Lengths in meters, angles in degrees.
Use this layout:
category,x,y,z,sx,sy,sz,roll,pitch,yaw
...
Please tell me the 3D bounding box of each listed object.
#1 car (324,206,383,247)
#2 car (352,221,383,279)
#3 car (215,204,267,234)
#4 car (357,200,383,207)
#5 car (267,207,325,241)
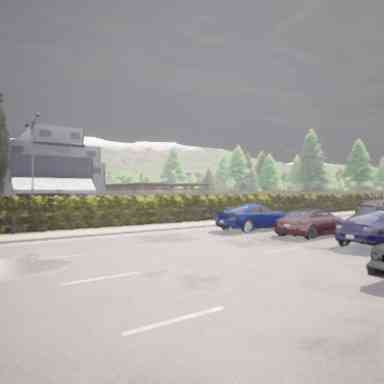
category,x,y,z,sx,sy,sz,roll,pitch,yaw
car,7.681,1.494,13.565,4.674,1.442,1.812,0,0,-36
car,6.597,1.524,8.529,5.357,1.411,2.033,0,0,-35
car,3.622,1.445,19.270,5.008,1.535,1.882,0,0,-35
car,15.712,1.424,27.941,4.902,1.511,2.128,0,0,-36
car,6.089,1.530,16.726,4.181,1.385,1.994,0,0,-35
